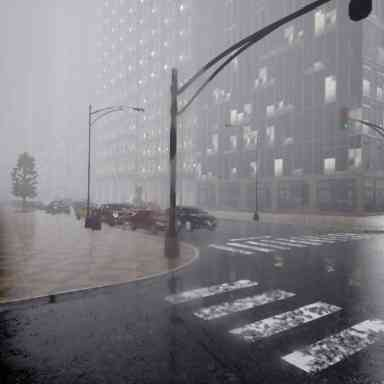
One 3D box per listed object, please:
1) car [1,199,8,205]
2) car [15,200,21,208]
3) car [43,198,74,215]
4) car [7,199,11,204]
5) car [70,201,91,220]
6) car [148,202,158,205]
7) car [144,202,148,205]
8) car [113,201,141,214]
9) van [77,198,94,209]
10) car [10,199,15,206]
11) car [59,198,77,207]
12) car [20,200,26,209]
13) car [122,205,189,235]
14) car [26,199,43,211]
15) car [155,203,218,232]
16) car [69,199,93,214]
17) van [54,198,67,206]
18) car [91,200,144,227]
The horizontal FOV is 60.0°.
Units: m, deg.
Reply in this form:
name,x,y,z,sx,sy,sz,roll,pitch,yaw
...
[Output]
name,x,y,z,sx,sy,sz,roll,pitch,yaw
car,-41.355,2.287,75.255,2.008,1.369,4.403,1,-1,-35
car,-28.314,2.062,56.634,1.887,1.381,4.507,1,-1,-35
car,-15.273,1.739,38.014,1.967,1.590,4.097,1,-1,-35
car,-34.834,2.209,65.944,1.802,1.307,4.206,1,-1,-35
car,-8.655,1.713,28.563,1.752,1.417,4.829,1,-1,-35
car,-5.149,1.833,38.164,1.967,1.590,4.097,1,-1,-35
car,-6.051,1.731,29.375,1.837,1.490,4.892,1,-1,-35
car,-8.506,1.974,42.958,1.752,1.417,4.829,1,-1,-35
van,-18.189,1.953,56.787,1.690,1.788,3.998,1,-1,-35
car,-31.574,2.123,61.289,2.008,1.369,4.403,1,-1,-35
car,-24.709,2.036,66.098,2.192,1.841,5.009,1,-1,-35
car,-25.054,2.029,51.979,1.947,1.339,4.313,1,-1,-35
car,-2.233,1.662,19.391,1.802,1.307,4.206,1,-1,-35
car,-21.794,1.959,47.323,2.008,1.369,4.403,1,-1,-35
car,-0.286,1.634,21.139,1.837,1.490,4.892,1,-1,-33
car,-11.971,1.817,37.849,2.128,1.511,4.902,1,-1,-35
van,-27.969,2.117,70.753,1.690,1.788,3.998,1,-1,-35
car,-5.493,1.575,24.048,1.967,1.590,4.097,1,-1,-35
